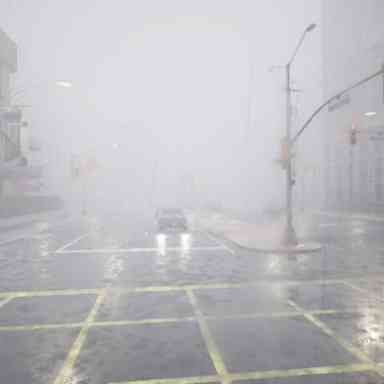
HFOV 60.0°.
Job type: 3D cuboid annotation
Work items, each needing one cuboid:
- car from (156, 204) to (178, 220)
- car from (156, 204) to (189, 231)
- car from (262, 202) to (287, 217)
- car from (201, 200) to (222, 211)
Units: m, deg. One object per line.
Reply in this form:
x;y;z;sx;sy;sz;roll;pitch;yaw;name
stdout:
-2.535;1.928;32.781;1.994;1.385;4.181;0;-1;-6;car
-1.375;1.756;22.763;1.837;1.490;4.892;0;-1;-7;car
8.893;1.828;35.144;1.812;1.442;4.674;0;-1;-7;car
2.903;1.997;50.281;2.128;1.511;4.902;0;-1;-17;car
